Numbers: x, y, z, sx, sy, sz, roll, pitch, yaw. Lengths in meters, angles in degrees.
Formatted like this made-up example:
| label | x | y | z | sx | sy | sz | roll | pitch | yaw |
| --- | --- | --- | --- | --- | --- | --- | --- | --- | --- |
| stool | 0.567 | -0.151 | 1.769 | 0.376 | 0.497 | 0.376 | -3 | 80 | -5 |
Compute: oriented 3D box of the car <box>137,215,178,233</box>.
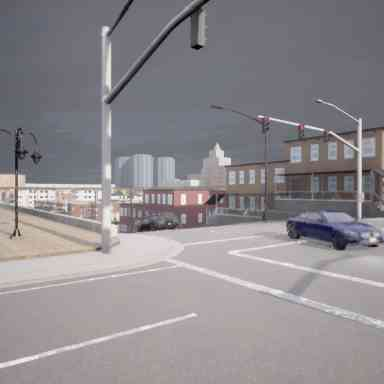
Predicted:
| label | x | y | z | sx | sy | sz | roll | pitch | yaw |
| --- | --- | --- | --- | --- | --- | --- | --- | --- | --- |
| car | -2.987 | 2.657 | 28.188 | 1.994 | 1.385 | 4.181 | 0 | -9 | -36 |

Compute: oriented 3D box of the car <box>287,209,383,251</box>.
| label | x | y | z | sx | sy | sz | roll | pitch | yaw |
| --- | --- | --- | --- | --- | --- | --- | --- | --- | --- |
| car | 5.887 | 1.483 | 14.310 | 1.812 | 1.442 | 4.674 | 0 | 0 | -17 |
